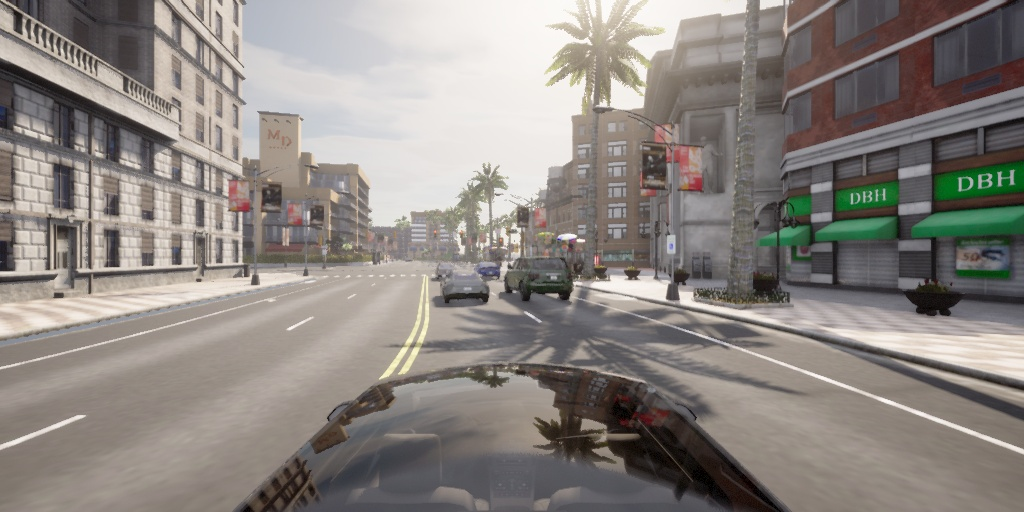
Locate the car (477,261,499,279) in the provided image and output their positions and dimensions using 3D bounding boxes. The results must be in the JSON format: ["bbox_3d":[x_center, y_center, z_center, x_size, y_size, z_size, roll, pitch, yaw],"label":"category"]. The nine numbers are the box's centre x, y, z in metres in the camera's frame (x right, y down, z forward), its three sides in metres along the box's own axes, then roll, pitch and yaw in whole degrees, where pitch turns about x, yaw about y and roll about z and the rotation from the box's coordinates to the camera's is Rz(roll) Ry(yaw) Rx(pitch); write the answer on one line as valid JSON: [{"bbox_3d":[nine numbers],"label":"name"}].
[{"bbox_3d":[-2.322,1.234,32.094,1.882,1.535,5.008,0,0,-13],"label":"car"}]

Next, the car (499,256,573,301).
[{"bbox_3d":[1.123,1.007,17.526,2.150,2.045,5.566,0,0,-13],"label":"car"}]

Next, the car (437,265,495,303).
[{"bbox_3d":[-2.277,1.321,16.691,1.994,1.385,4.181,0,0,-13],"label":"car"}]

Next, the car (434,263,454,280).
[{"bbox_3d":[-5.728,1.312,31.288,2.033,1.411,5.357,0,0,-13],"label":"car"}]
